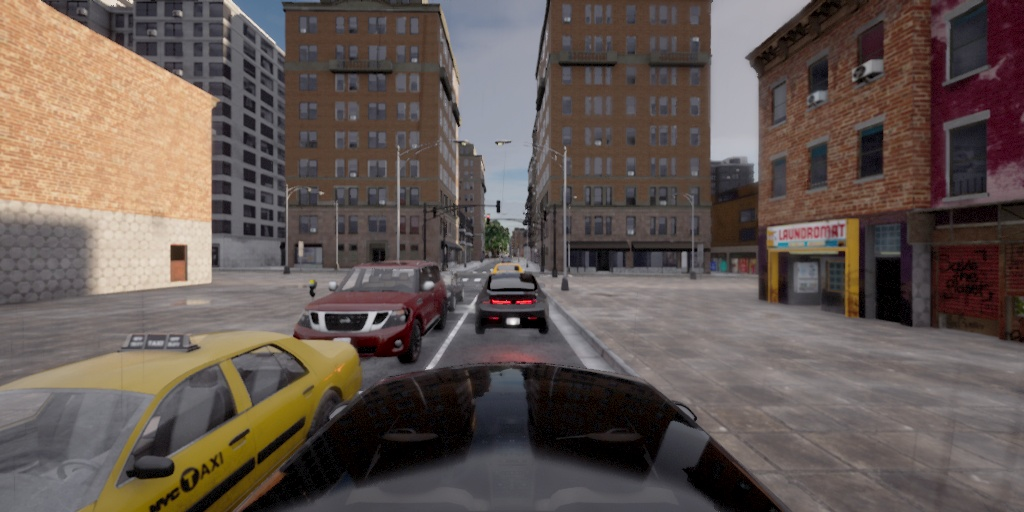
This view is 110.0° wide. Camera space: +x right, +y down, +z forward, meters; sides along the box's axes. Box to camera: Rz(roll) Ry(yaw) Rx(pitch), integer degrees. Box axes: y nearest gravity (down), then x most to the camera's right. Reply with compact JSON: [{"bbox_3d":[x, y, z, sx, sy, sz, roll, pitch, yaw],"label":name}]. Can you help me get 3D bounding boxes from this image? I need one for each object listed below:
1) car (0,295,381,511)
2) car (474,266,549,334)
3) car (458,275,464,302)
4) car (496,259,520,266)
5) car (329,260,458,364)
[{"bbox_3d":[-2.632,1.271,2.422,1.751,1.417,4.829,0,0,-1],"label":"car"},{"bbox_3d":[-0.041,1.219,10.501,1.837,1.490,4.892,0,0,-2],"label":"car"},{"bbox_3d":[-2.839,1.250,13.818,2.007,1.370,4.403,0,0,-1],"label":"car"},{"bbox_3d":[-0.233,1.151,20.515,1.882,1.535,5.008,0,0,-1],"label":"car"},{"bbox_3d":[-2.737,1.037,8.204,2.192,1.841,5.009,0,0,-1],"label":"car"}]
